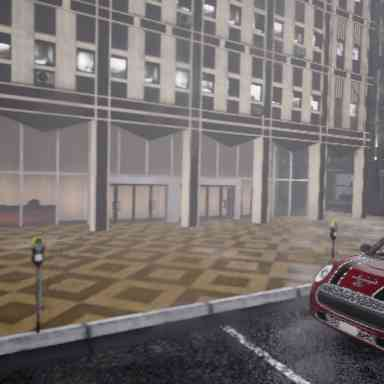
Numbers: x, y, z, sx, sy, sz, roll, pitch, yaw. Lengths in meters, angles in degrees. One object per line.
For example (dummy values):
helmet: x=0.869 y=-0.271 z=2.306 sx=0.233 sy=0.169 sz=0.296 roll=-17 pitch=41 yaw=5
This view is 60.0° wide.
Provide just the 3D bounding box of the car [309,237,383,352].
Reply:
car: x=3.881 y=1.331 z=5.421 sx=4.097 sy=1.590 sz=1.967 roll=0 pitch=2 yaw=-28
